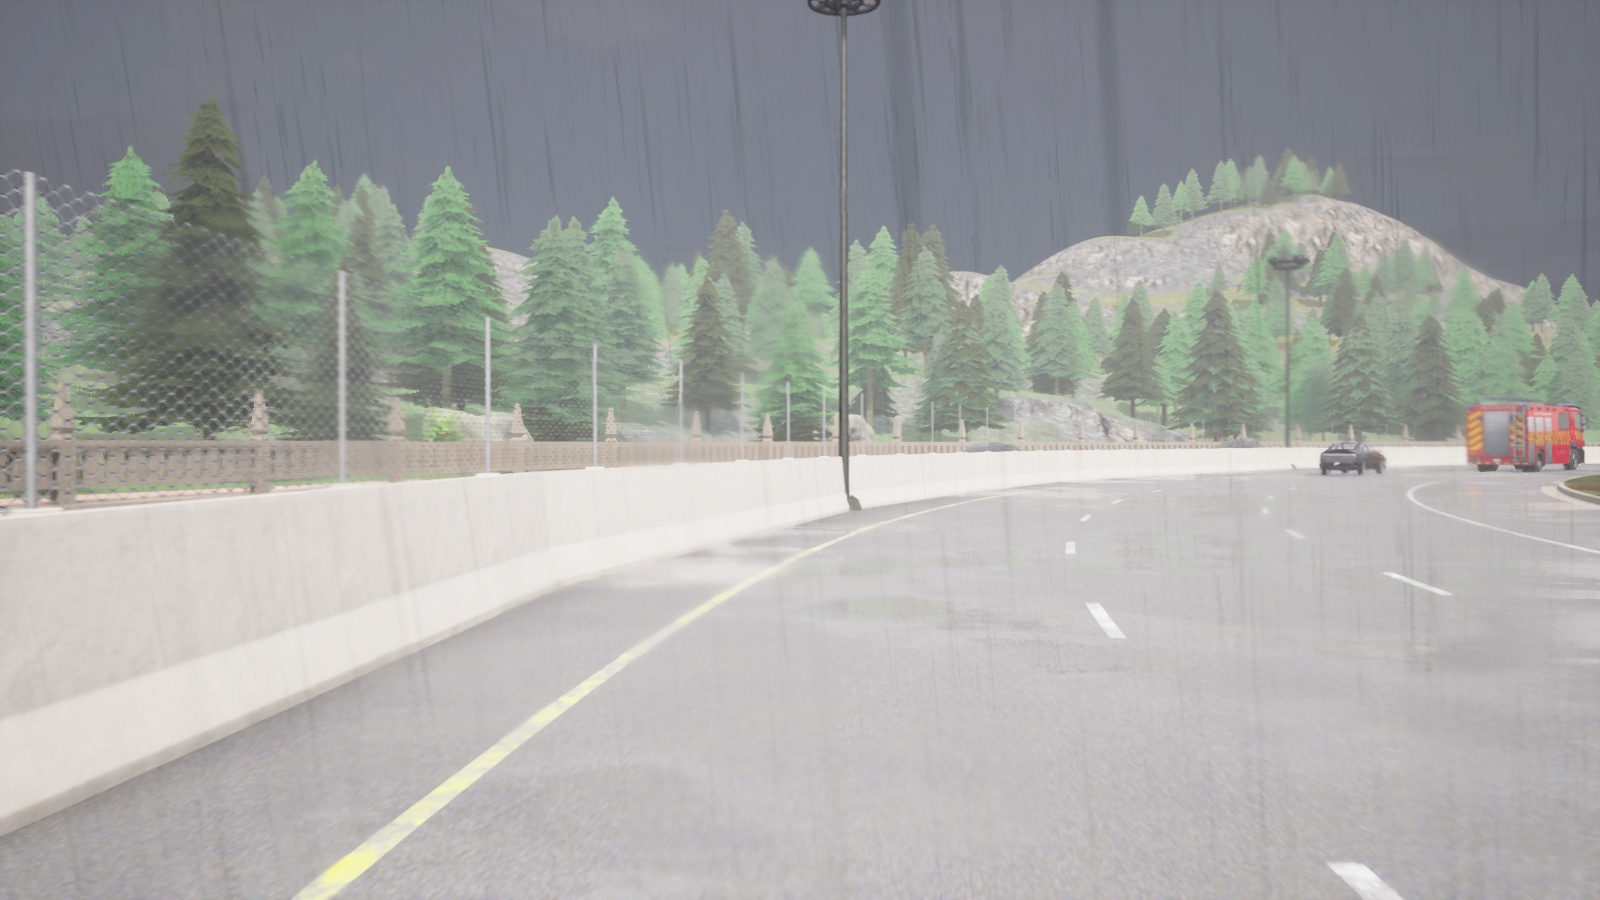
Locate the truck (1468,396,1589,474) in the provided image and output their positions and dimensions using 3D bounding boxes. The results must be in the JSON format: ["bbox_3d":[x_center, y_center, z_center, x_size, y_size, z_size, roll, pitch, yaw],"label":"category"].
[{"bbox_3d":[37.992,-0.748,65.337,8.468,3.827,2.891,0,0,-41],"label":"truck"}]

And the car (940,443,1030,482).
[{"bbox_3d":[7.509,0.474,50.562,1.837,1.490,4.892,0,0,31],"label":"car"}]

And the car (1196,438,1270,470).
[{"bbox_3d":[24.988,0.222,72.381,4.553,1.767,2.097,0,1,-43],"label":"car"}]

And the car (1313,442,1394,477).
[{"bbox_3d":[25.448,0.403,57.636,2.128,1.511,4.902,0,0,40],"label":"car"}]
